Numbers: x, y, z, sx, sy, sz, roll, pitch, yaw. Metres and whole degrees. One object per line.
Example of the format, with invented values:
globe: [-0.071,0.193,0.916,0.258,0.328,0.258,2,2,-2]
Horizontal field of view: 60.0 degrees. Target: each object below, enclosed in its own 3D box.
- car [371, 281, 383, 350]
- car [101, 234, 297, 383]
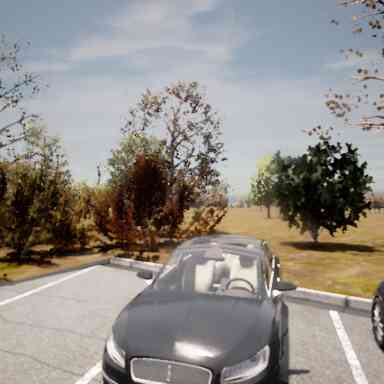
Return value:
car: [3.203,1.484,3.210,2.231,1.521,4.892,0,-1,15]
car: [0.447,1.493,5.191,2.231,1.521,4.892,1,-1,16]
